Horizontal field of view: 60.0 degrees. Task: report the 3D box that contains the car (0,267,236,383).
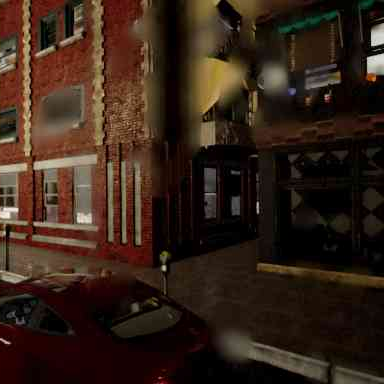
[{"bbox_3d":[-1.515,1.583,3.934,4.206,1.307,1.802,0,-1,36],"label":"car"}]
